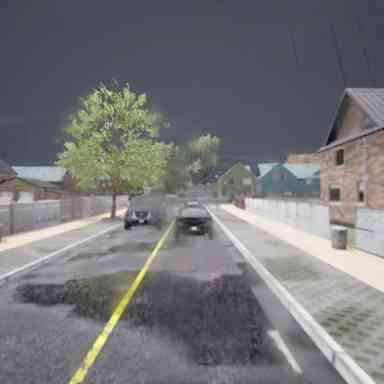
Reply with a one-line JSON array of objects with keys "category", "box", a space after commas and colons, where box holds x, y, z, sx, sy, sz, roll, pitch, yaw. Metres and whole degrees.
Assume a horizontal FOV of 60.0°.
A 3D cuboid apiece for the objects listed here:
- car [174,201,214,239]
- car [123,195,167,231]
[{"category": "car", "box": [0.097, 1.486, 17.424, 1.882, 1.535, 5.008, 0, 0, 0]}, {"category": "car", "box": [-2.753, 1.233, 20.848, 2.150, 2.045, 5.566, 0, 0, 0]}]
